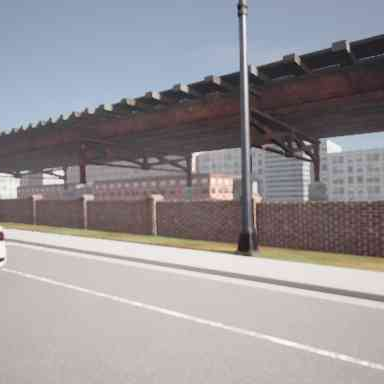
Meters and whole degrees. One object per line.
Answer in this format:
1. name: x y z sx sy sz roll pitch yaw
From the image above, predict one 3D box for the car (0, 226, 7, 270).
1. car: -7.229 1.263 8.977 5.566 2.045 2.150 0 0 35
